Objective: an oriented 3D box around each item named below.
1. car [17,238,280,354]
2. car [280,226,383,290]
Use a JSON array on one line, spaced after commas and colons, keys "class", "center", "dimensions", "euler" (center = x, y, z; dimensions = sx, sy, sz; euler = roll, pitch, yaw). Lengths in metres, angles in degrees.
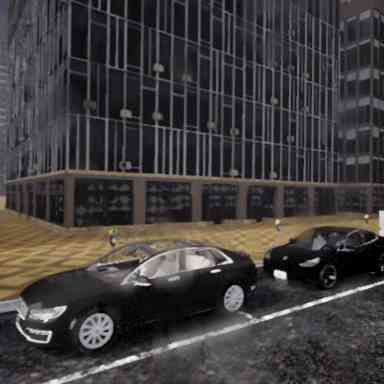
[{"class": "car", "center": [-0.705, 1.581, 6.052], "dimensions": [4.403, 1.369, 2.008], "euler": [1, 0, -36]}, {"class": "car", "center": [3.928, 1.657, 9.359], "dimensions": [4.313, 1.339, 1.947], "euler": [1, 0, -36]}]
